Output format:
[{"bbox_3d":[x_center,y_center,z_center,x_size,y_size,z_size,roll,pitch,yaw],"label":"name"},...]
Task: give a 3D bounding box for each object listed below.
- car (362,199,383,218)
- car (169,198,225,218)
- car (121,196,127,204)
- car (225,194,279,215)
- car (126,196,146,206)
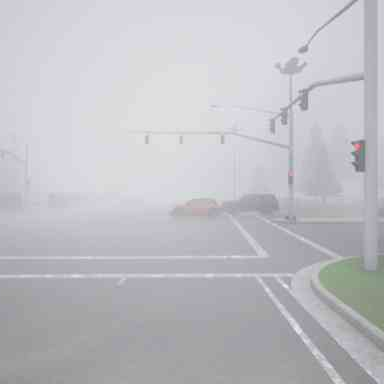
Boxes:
[{"bbox_3d":[18.168,1.535,29.327,5.357,1.411,2.033,0,0,-1],"label":"car"},{"bbox_3d":[0.257,1.340,29.057,4.553,1.767,2.097,0,0,-1],"label":"car"},{"bbox_3d":[-12.395,1.499,64.241,1.812,1.442,4.674,0,0,0],"label":"car"},{"bbox_3d":[5.682,1.209,32.639,5.566,2.045,2.150,0,0,-1],"label":"car"},{"bbox_3d":[-8.892,1.525,54.703,2.033,1.411,5.357,0,0,0],"label":"car"}]
